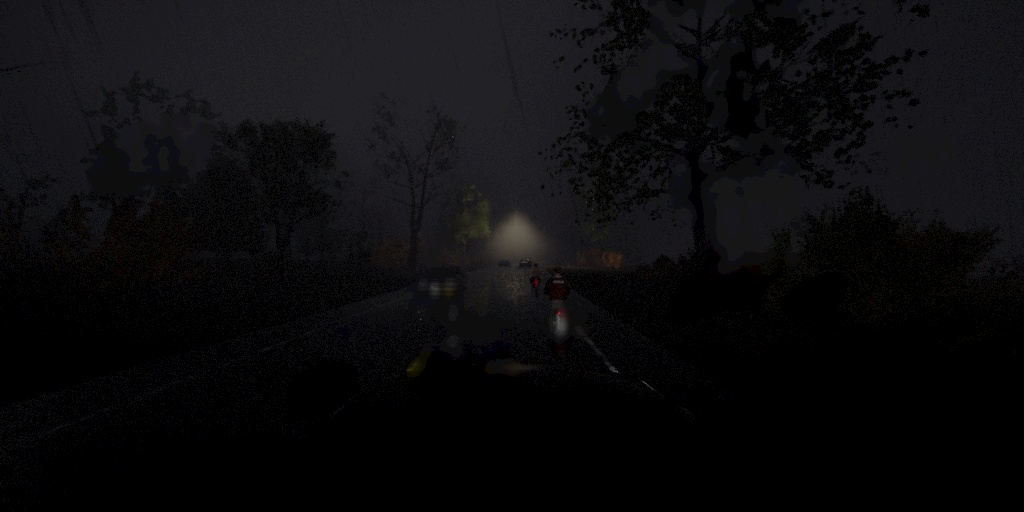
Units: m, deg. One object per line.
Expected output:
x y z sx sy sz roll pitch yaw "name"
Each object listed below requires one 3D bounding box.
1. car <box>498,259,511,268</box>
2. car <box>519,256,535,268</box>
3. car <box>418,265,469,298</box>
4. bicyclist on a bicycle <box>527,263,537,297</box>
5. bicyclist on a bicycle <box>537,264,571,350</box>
-1.215 1.259 61.462 2.033 1.411 5.357 0 0 5 "car"
2.225 1.201 58.367 2.128 1.511 4.902 0 0 4 "car"
-3.380 1.216 18.418 1.837 1.490 4.892 0 0 1 "car"
1.182 1.151 17.781 0.866 1.612 1.509 0 0 1 "bicyclist on a bicycle"
1.012 1.103 8.120 0.659 1.776 1.843 0 0 1 "bicyclist on a bicycle"
